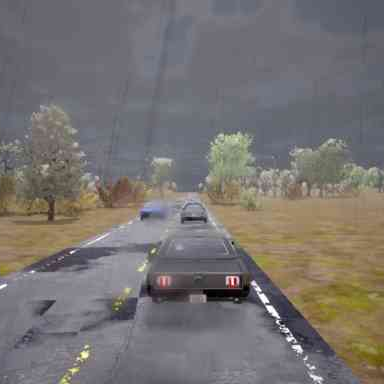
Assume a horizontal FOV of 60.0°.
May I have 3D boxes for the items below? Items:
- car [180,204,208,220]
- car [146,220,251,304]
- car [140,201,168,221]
[{"bbox_3d":[0.153,1.560,25.323,1.994,1.385,4.181,0,0,0],"label":"car"},{"bbox_3d":[0.116,1.602,8.114,1.895,1.301,4.718,0,0,0],"label":"car"},{"bbox_3d":[-3.044,1.473,27.326,1.882,1.535,5.008,0,0,0],"label":"car"}]
